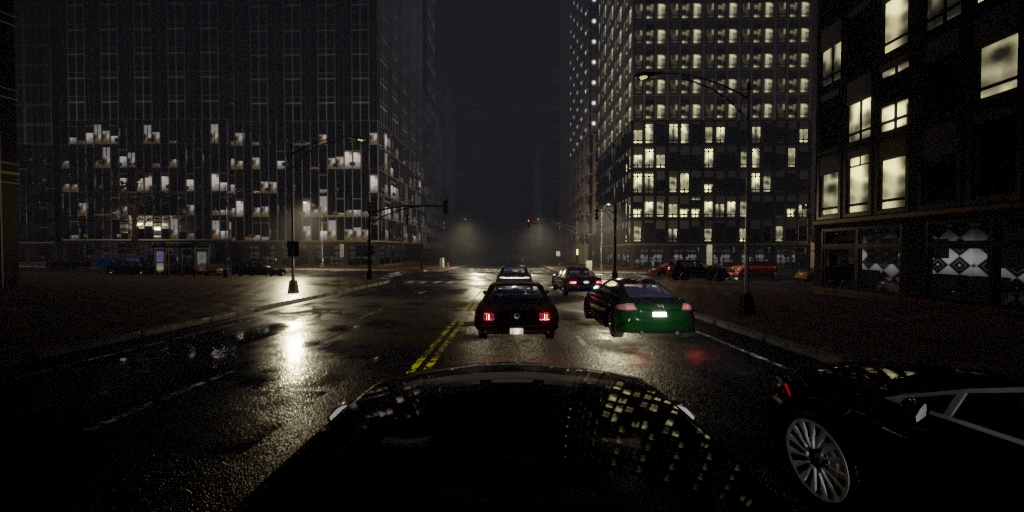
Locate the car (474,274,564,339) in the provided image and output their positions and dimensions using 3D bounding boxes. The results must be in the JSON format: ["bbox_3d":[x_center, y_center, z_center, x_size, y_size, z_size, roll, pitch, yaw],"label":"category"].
[{"bbox_3d":[0.106,1.347,10.023,1.895,1.301,4.718,0,0,0],"label":"car"}]

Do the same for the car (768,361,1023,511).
[{"bbox_3d":[3.340,1.242,1.421,2.128,1.511,4.902,0,0,0],"label":"car"}]

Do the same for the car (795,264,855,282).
[{"bbox_3d":[27.666,1.578,31.414,4.829,1.417,1.751,0,0,1],"label":"car"}]

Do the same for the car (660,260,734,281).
[{"bbox_3d":[16.217,1.268,31.622,5.009,1.841,2.192,0,0,1],"label":"car"}]

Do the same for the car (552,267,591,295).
[{"bbox_3d":[3.399,1.288,19.481,2.033,1.411,5.357,0,0,-3],"label":"car"}]

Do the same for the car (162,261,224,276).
[{"bbox_3d":[-28.391,1.138,32.323,4.207,1.307,1.802,0,0,1],"label":"car"}]

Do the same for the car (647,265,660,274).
[{"bbox_3d":[16.308,1.425,37.397,4.181,1.385,1.994,1,1,1],"label":"car"}]

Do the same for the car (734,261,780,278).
[{"bbox_3d":[25.019,1.289,37.237,4.553,1.767,2.097,1,1,1],"label":"car"}]

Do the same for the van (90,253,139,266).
[{"bbox_3d":[-45.255,0.605,41.172,3.998,1.789,1.690,0,0,1],"label":"van"}]

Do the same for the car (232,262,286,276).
[{"bbox_3d":[-22.707,1.173,32.185,4.313,1.339,1.948,0,0,1],"label":"car"}]

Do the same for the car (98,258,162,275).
[{"bbox_3d":[-34.071,1.069,32.501,4.313,1.339,1.948,0,0,1],"label":"car"}]

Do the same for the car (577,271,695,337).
[{"bbox_3d":[3.365,1.310,10.251,1.994,1.385,4.181,0,0,-1],"label":"car"}]

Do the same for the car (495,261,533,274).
[{"bbox_3d":[0.113,1.232,19.279,2.128,1.511,4.902,0,0,0],"label":"car"}]
